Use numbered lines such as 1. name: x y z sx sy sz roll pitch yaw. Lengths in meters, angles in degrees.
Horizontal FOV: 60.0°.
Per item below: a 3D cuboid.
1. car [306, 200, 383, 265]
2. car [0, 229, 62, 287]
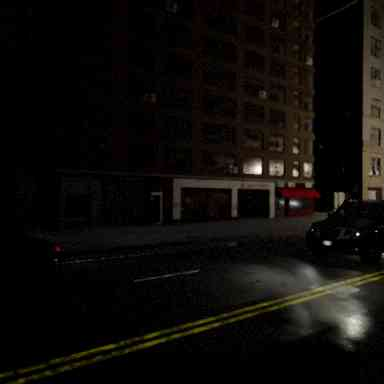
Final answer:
1. car: 6.643 1.323 12.415 5.566 2.045 2.150 1 0 -35
2. car: -5.342 1.565 7.860 4.181 1.385 1.994 1 0 -35
